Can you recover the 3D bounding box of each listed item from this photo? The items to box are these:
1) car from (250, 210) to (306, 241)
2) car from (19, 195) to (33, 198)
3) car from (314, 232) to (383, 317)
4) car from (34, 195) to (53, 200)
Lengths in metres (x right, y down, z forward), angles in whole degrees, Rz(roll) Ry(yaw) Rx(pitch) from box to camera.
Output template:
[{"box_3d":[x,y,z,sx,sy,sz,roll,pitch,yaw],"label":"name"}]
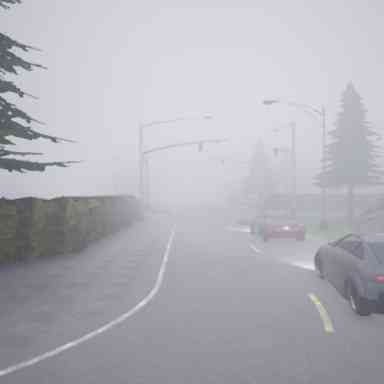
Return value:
[{"box_3d":[4.254,1.617,17.023,1.994,1.385,4.181,0,0,-1],"label":"car"},{"box_3d":[-29.345,1.680,56.775,1.845,1.501,3.633,0,0,-1],"label":"car"},{"box_3d":[4.115,1.578,7.369,1.994,1.385,4.181,0,0,9],"label":"car"},{"box_3d":[-33.214,1.549,75.274,1.932,1.855,4.605,0,0,-1],"label":"car"}]
